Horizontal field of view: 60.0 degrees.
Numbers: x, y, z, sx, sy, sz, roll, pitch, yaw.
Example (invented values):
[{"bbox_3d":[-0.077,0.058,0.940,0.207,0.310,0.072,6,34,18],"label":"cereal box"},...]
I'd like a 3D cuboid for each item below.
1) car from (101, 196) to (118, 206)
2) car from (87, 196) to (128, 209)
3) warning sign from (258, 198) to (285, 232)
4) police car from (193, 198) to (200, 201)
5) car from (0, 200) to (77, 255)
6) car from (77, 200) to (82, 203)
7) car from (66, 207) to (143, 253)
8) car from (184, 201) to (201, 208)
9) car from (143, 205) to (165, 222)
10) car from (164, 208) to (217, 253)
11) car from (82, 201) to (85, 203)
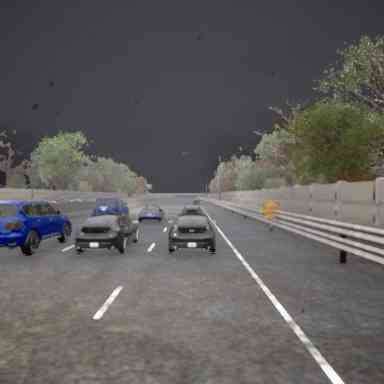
[{"bbox_3d":[-17.483,1.970,70.983,2.150,2.045,5.566,0,-1,0],"label":"car"},{"bbox_3d":[-6.992,1.501,29.011,2.150,2.045,5.566,0,0,0],"label":"car"},{"bbox_3d":[4.553,1.299,19.127,1.300,1.860,1.060,0,-1,0],"label":"warning sign"},{"bbox_3d":[1.246,2.391,89.230,1.930,1.638,5.238,0,-1,0],"label":"police car"},{"bbox_3d":[-6.995,1.350,13.998,2.150,2.045,5.566,0,0,0],"label":"car"},{"bbox_3d":[-24.484,2.340,70.981,1.895,1.301,4.718,0,-1,0],"label":"car"},{"bbox_3d":[-3.492,1.644,14.305,1.837,1.490,4.892,0,0,0],"label":"car"},{"bbox_3d":[0.011,1.795,29.302,1.837,1.490,4.892,0,0,0],"label":"car"},{"bbox_3d":[-3.491,1.852,29.340,1.994,1.385,4.181,0,-1,0],"label":"car"},{"bbox_3d":[0.007,1.644,14.296,1.837,1.490,4.892,0,0,0],"label":"car"},{"bbox_3d":[-20.984,2.285,71.010,2.033,1.411,5.357,0,-1,0],"label":"car"}]
